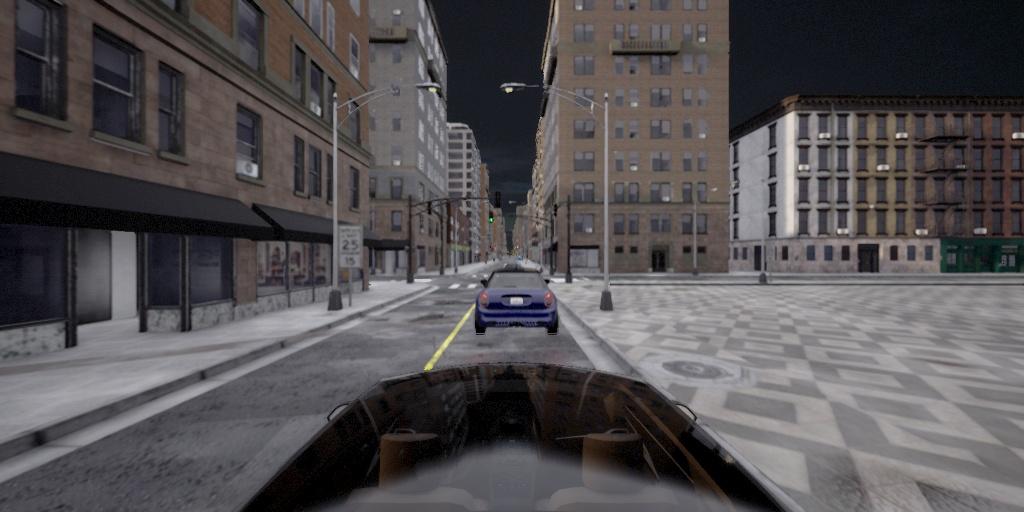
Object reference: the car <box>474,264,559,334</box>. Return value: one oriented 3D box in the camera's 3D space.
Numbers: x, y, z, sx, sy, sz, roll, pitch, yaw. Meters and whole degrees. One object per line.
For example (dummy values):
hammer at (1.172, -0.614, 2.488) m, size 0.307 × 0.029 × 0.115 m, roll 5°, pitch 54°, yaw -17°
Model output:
car at (0.100, 1.101, 10.725) m, size 2.097 × 1.767 × 4.553 m, roll 0°, pitch 0°, yaw 0°
